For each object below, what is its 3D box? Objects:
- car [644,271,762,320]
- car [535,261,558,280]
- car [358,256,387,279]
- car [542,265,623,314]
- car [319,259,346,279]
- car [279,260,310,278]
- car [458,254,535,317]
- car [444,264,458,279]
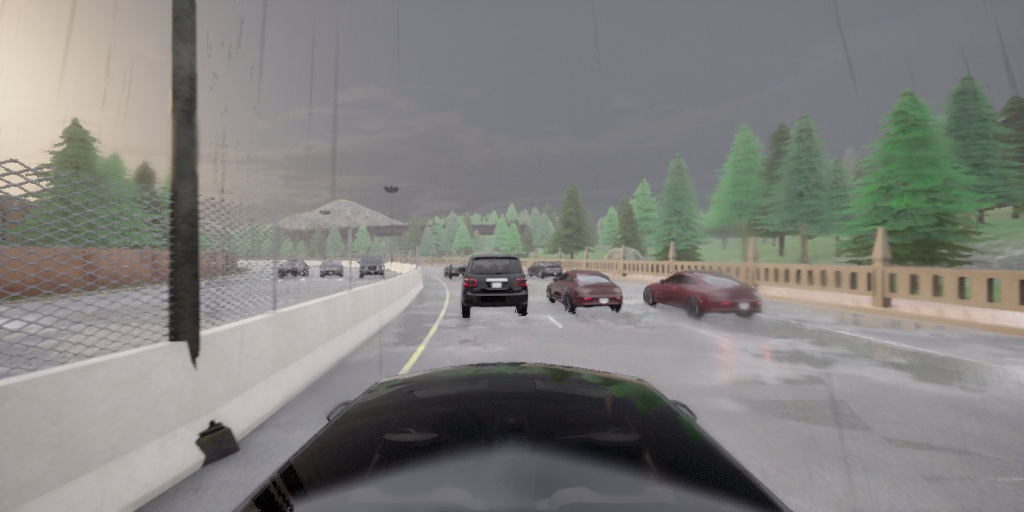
[{"bbox_3d":[6.322,1.241,12.402,1.812,1.442,4.674,0,0,-6],"label":"car"},{"bbox_3d":[2.765,1.204,30.722,2.128,1.511,4.902,0,0,-16],"label":"car"},{"bbox_3d":[-12.747,0.992,32.888,2.150,2.045,5.566,0,0,-20],"label":"car"},{"bbox_3d":[2.646,1.254,13.717,1.812,1.442,4.674,0,0,-7],"label":"car"},{"bbox_3d":[-16.852,1.292,33.823,1.837,1.490,4.892,0,0,-21],"label":"car"},{"bbox_3d":[-20.954,1.153,34.646,2.097,1.767,4.553,0,0,-23],"label":"car"},{"bbox_3d":[-0.778,0.964,13.378,2.150,2.045,5.566,0,0,-7],"label":"car"},{"bbox_3d":[-5.018,1.342,32.476,1.895,1.301,4.718,0,0,-18],"label":"car"}]
